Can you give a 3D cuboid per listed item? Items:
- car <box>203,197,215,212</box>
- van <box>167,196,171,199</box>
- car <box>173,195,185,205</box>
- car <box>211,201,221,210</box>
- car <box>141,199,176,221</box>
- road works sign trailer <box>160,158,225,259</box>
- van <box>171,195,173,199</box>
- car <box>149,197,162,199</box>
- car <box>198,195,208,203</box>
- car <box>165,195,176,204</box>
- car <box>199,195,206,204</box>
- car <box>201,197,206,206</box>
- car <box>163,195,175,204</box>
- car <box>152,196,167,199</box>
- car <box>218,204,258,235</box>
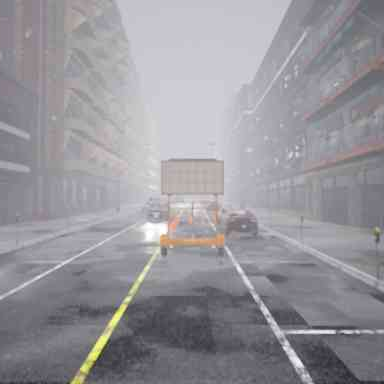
[{"bbox_3d":[2.694,1.733,41.212,1.887,1.381,4.507,1,0,0],"label":"car"},{"bbox_3d":[-5.136,1.628,57.887,1.690,1.788,3.998,2,0,0],"label":"van"},{"bbox_3d":[-2.568,1.583,68.677,2.150,2.045,5.566,0,0,0],"label":"car"},{"bbox_3d":[2.651,1.627,24.792,1.752,1.417,4.829,1,0,0],"label":"car"},{"bbox_3d":[-2.773,1.611,28.285,2.128,1.511,4.902,0,0,0],"label":"car"},{"bbox_3d":[0.025,0.513,12.781,2.380,3.560,2.880,0,0,0],"label":"road works sign trailer"},{"bbox_3d":[-5.123,1.665,63.419,1.690,1.788,3.998,1,0,0],"label":"van"},{"bbox_3d":[-5.186,1.714,41.126,1.752,1.417,4.829,2,0,0],"label":"car"},{"bbox_3d":[2.782,1.798,85.460,2.192,1.841,5.009,1,0,0],"label":"car"},{"bbox_3d":[-5.078,1.758,80.009,2.192,1.841,5.009,1,0,0],"label":"car"},{"bbox_3d":[2.753,1.867,63.335,1.887,1.381,4.507,1,0,0],"label":"car"},{"bbox_3d":[2.708,1.770,46.743,2.008,1.369,4.403,1,0,0],"label":"car"},{"bbox_3d":[-5.093,1.717,74.479,2.192,1.841,5.009,1,0,0],"label":"car"},{"bbox_3d":[-5.165,1.536,46.829,2.192,1.841,5.009,2,0,0],"label":"car"},{"bbox_3d":[2.636,1.620,19.090,1.887,1.381,4.507,1,0,0],"label":"car"}]
